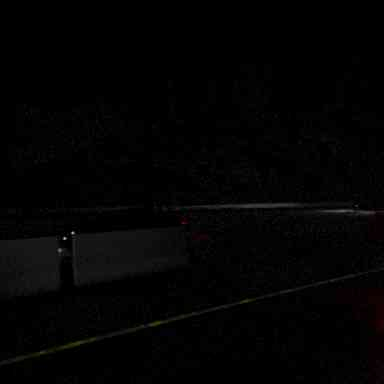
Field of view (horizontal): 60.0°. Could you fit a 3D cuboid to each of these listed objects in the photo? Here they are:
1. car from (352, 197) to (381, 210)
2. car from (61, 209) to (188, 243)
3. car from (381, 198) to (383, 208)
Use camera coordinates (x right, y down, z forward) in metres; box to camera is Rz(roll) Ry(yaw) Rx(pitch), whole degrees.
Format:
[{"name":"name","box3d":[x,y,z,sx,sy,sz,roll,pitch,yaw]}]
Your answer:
[{"name":"car","box3d":[21.217,1.341,39.438,4.902,1.511,2.128,0,0,-25]},{"name":"car","box3d":[-2.818,1.459,14.675,5.357,1.411,2.033,0,0,-33]},{"name":"car","box3d":[23.854,1.359,36.818,4.902,1.511,2.128,0,0,-25]}]
